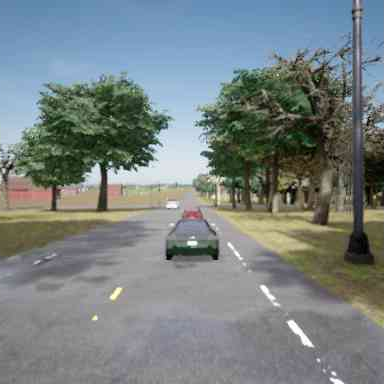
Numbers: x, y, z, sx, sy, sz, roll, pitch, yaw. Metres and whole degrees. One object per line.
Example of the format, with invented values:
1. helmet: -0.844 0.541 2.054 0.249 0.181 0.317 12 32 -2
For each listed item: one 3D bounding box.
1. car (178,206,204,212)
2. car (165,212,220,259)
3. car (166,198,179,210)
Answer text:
1. car: 0.025 1.921 28.928 1.812 1.442 4.674 0 -1 1
2. car: 0.021 1.730 13.297 1.994 1.385 4.181 0 -1 0
3. car: -3.550 2.211 61.876 2.150 2.045 5.566 0 -1 1
